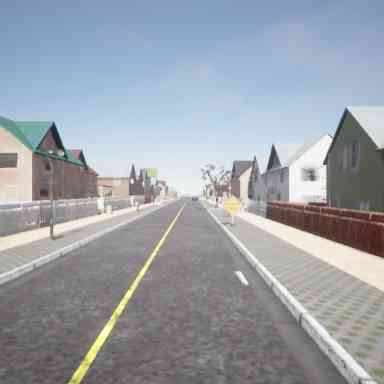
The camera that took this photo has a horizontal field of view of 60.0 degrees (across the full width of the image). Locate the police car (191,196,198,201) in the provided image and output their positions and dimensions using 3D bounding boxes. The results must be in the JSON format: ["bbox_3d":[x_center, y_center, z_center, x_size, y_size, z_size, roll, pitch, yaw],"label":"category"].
[{"bbox_3d":[0.825,1.890,94.503,1.930,1.638,5.238,0,0,0],"label":"police car"}]

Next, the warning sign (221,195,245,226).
[{"bbox_3d":[2.508,1.130,20.400,1.300,1.860,1.060,-1,-1,0],"label":"warning sign"}]
